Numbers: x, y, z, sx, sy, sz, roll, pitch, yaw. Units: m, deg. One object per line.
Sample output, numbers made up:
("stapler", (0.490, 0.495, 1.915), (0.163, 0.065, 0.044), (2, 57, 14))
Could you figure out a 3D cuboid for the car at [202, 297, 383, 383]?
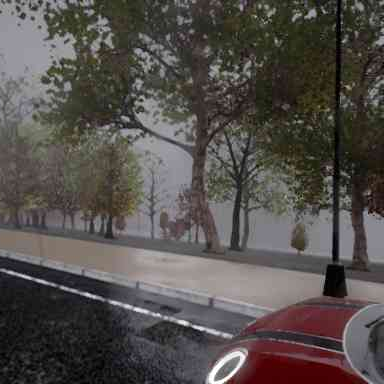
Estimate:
("car", (2.239, 1.355, 2.078), (4.553, 1.767, 2.097), (0, 0, 36))
